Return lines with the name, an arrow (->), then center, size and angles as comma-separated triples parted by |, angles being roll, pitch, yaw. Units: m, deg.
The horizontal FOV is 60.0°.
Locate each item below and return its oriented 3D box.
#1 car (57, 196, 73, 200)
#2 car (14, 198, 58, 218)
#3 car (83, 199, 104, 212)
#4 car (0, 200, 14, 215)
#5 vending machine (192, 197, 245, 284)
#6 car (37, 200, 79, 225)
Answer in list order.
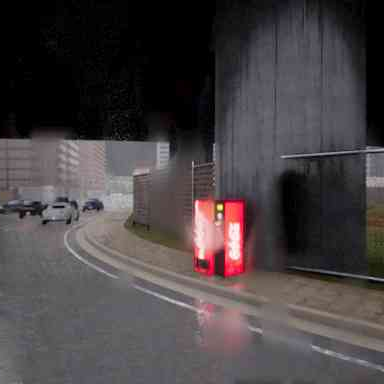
car -> -15.211, 1.352, 39.999 | 2.097, 1.767, 4.553 | 0, 0, -7
car -> -13.823, 1.503, 29.766 | 1.837, 1.490, 4.892 | 0, -1, -8
car -> -11.584, 1.525, 39.250 | 1.812, 1.442, 4.674 | 0, 0, -8
car -> -18.244, 1.525, 34.746 | 1.812, 1.442, 4.674 | 0, 0, -8
vending machine -> 0.708, 1.195, 8.803 | 1.100, 2.100, 0.880 | 0, 0, -42
car -> -9.522, 1.526, 24.334 | 1.812, 1.442, 4.674 | 0, -1, -9
